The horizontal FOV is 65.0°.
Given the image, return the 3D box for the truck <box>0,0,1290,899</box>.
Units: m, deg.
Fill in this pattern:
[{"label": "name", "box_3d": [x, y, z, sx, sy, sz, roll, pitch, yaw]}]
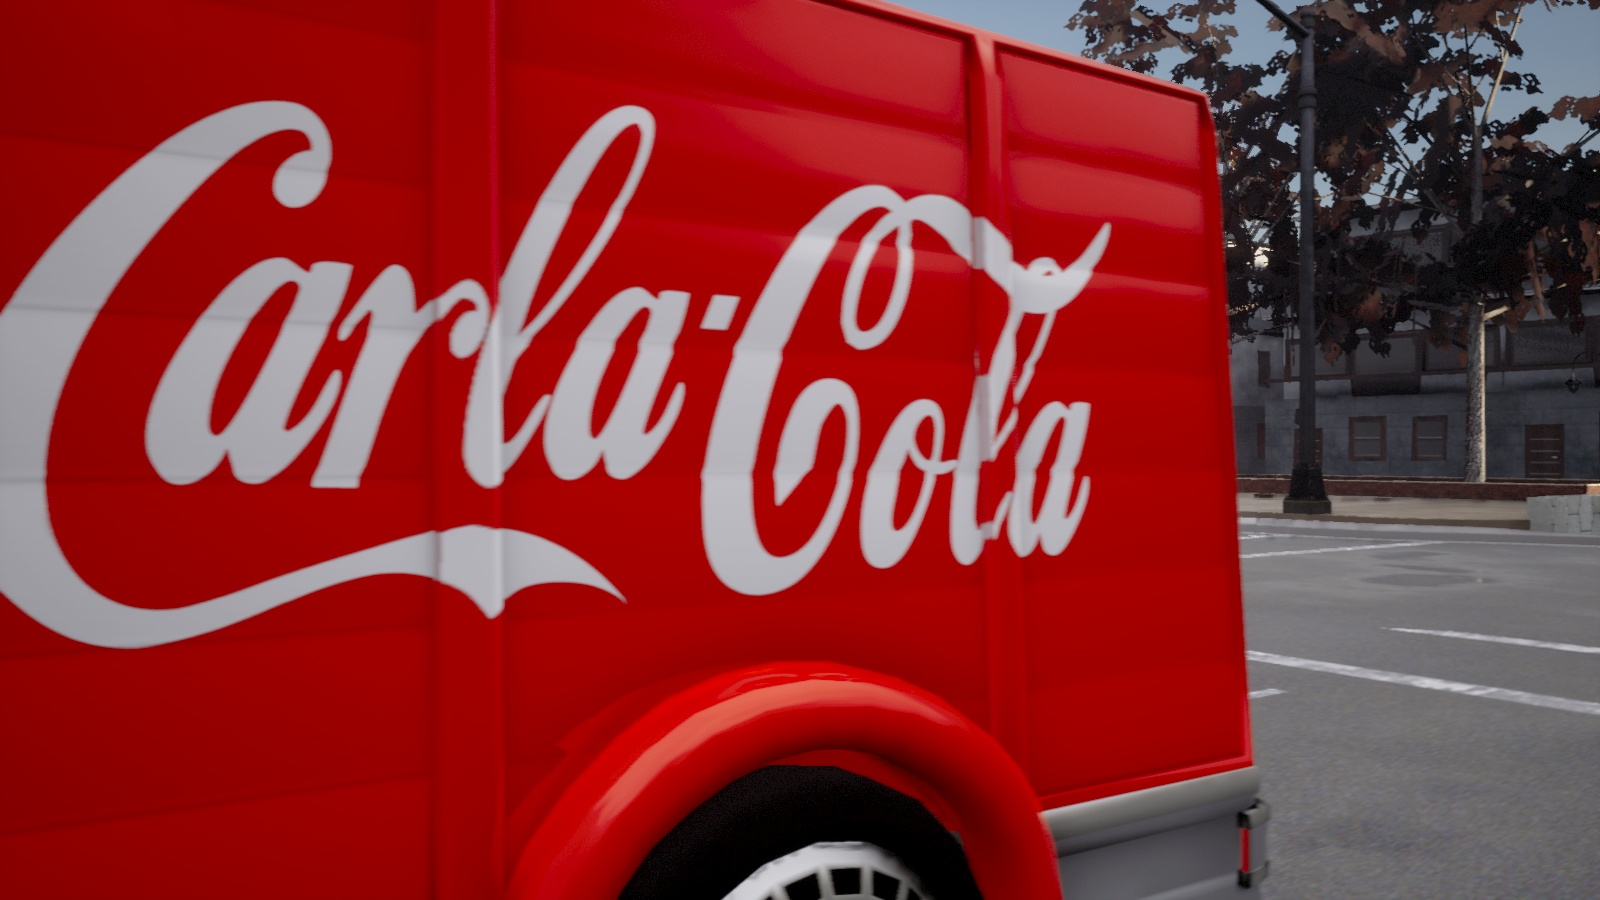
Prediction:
[{"label": "truck", "box_3d": [-1.789, 0.267, 2.416, 5.204, 2.467, 2.627, 0, 0, -35]}]
